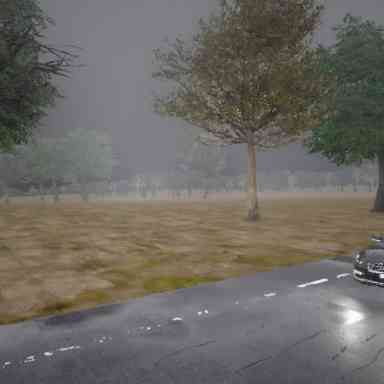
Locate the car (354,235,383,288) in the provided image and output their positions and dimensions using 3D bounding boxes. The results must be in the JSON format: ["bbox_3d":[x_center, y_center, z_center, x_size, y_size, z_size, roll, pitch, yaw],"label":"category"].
[{"bbox_3d":[5.941,1.489,8.253,4.892,1.490,1.837,0,0,-36],"label":"car"}]
